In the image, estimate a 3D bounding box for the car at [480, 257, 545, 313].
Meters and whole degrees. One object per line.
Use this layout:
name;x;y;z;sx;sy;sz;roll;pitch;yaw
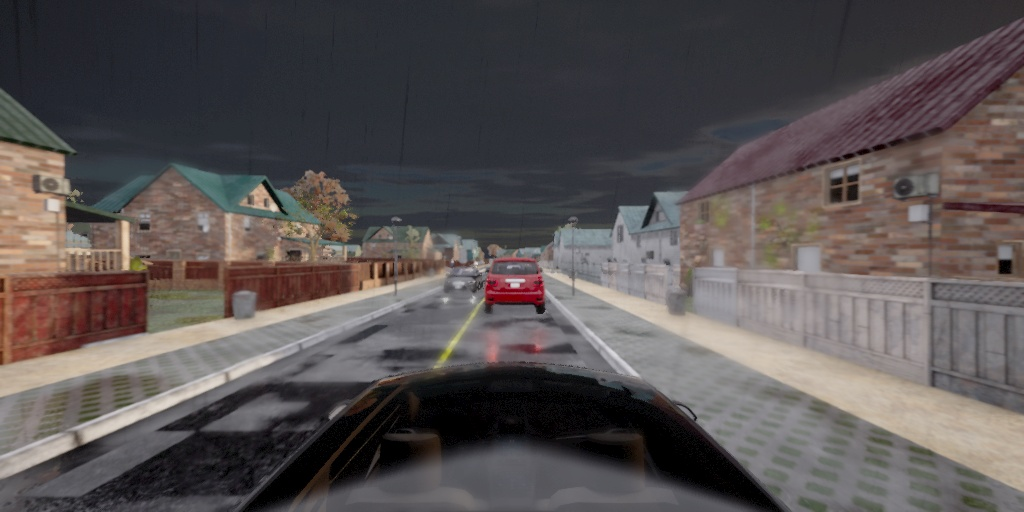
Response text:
car;0.108;1.078;14.676;2.150;2.045;5.566;0;0;0

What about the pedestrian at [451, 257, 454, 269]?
pedestrian;-9.621;1.084;57.956;0.375;1.860;0.375;0;0;1

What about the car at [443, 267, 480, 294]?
car;-2.829;1.400;21.435;2.128;1.511;4.902;0;0;0
